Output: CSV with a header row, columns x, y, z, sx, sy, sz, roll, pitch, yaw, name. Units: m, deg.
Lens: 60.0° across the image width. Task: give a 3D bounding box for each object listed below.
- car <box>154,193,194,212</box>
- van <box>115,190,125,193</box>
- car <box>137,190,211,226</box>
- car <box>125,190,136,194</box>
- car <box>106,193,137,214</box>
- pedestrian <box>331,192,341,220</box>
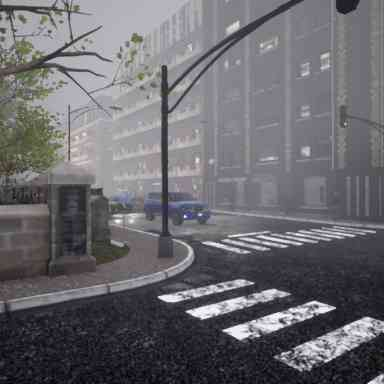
x,y,z,sx,sy,sz,roll,pitch,yaw,name
-1.821,0.950,32.377,1.967,1.590,4.097,1,1,-36,car
-8.348,0.655,41.285,1.690,1.788,3.998,1,1,-36,van
-1.143,0.926,21.630,2.150,2.045,5.566,0,1,-36,car
-5.083,0.727,36.831,2.192,1.841,5.009,1,1,-36,car
-6.803,1.098,29.359,1.994,1.385,4.181,0,1,-36,car
9.454,0.901,21.945,0.375,1.860,0.375,1,-1,-36,pedestrian
